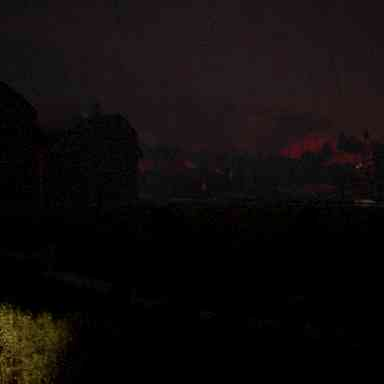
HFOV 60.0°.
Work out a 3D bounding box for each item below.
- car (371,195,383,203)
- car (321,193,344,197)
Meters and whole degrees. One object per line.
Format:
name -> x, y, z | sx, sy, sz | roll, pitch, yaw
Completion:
car -> 39.201, 1.442, 67.789 | 4.611, 1.667, 2.242 | 1, 1, 35
car -> 36.257, 1.087, 86.851 | 4.605, 1.855, 1.932 | 1, 1, 35
